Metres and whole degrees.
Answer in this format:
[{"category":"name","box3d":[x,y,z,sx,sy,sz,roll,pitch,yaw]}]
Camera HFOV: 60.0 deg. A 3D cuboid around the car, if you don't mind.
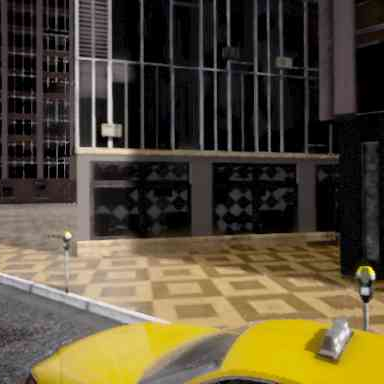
[{"category":"car","box3d":[0.685,1.526,2.239,4.829,1.417,1.752,0,0,36]}]
